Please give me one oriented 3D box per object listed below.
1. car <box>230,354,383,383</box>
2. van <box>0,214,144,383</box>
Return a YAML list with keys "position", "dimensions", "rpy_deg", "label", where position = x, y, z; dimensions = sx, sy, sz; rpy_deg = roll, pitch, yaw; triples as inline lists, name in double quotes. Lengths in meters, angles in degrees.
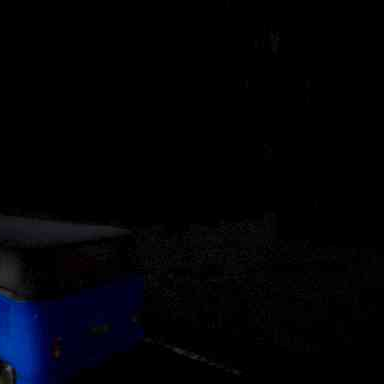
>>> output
- position: [2.025, 1.595, 1.516]
  dimensions: [4.206, 1.307, 1.802]
  rpy_deg: [1, 1, 36]
  label: "car"
- position: [-2.531, 1.271, 4.766]
  dimensions: [3.998, 1.788, 1.690]
  rpy_deg: [1, 1, 36]
  label: "van"
